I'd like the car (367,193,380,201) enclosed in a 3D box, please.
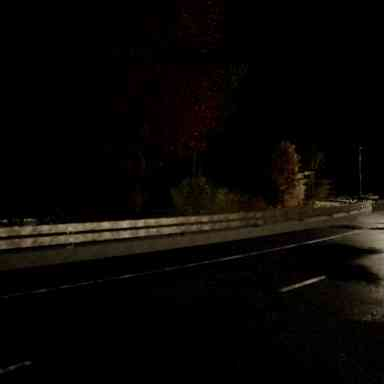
[{"bbox_3d":[43.590,1.266,81.388,2.150,2.045,5.566,0,0,3],"label":"car"}]

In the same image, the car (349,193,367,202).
[{"bbox_3d":[40.108,1.584,81.715,2.128,1.511,4.902,0,0,3],"label":"car"}]
